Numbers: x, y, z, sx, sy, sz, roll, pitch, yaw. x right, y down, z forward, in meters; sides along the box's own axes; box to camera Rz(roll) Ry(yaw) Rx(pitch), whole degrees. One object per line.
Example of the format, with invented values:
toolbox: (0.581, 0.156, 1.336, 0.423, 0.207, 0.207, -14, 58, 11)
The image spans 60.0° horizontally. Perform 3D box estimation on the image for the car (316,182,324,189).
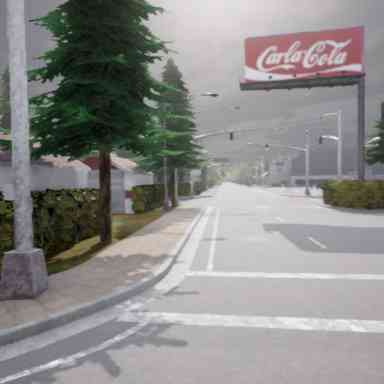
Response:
car: (26.445, -1.251, 66.932, 2.007, 1.523, 4.514, -1, 2, 5)
